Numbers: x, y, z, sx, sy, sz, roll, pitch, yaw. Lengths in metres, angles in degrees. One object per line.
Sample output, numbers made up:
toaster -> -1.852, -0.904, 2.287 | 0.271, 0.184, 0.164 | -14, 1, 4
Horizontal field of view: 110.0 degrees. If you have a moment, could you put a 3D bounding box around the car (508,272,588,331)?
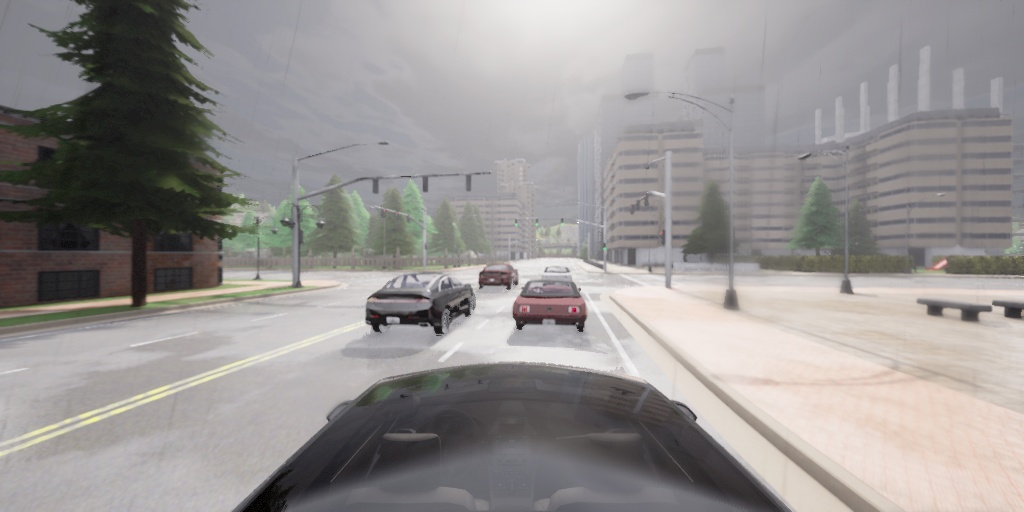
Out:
car -> 1.190, 1.339, 11.018 | 1.895, 1.301, 4.718 | 0, 0, 7

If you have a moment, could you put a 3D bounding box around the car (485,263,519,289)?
car -> -0.745, 1.191, 22.507 | 1.882, 1.535, 5.008 | 0, 0, 9

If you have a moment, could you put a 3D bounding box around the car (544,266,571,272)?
car -> 3.045, 1.324, 24.186 | 1.895, 1.301, 4.718 | 0, 0, 9

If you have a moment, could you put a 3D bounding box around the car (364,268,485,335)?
car -> -2.375, 1.220, 10.415 | 2.128, 1.511, 4.902 | 0, 0, 7
